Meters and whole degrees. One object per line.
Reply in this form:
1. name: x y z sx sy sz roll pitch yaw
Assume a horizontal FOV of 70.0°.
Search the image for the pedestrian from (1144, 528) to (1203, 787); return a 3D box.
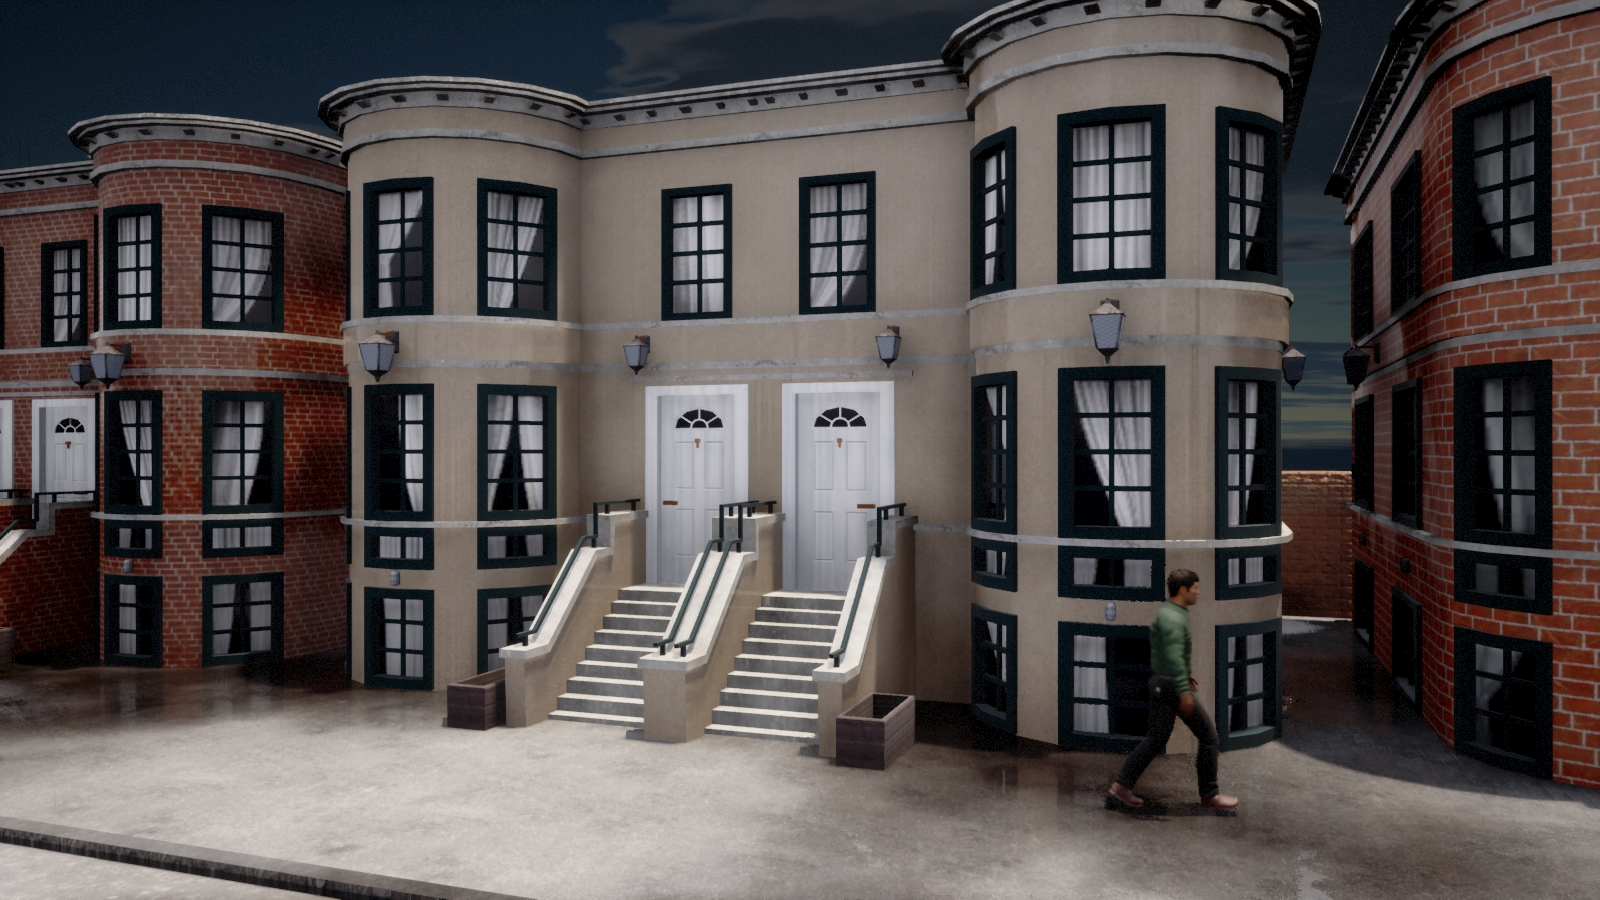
1. pedestrian: 2.785 1.525 8.536 0.375 1.860 0.375 0 0 10
